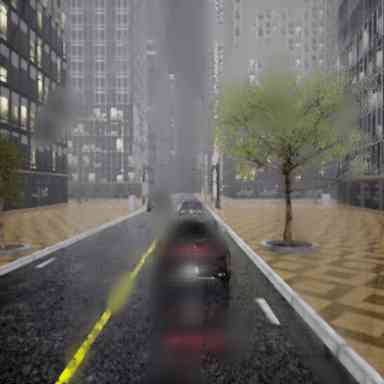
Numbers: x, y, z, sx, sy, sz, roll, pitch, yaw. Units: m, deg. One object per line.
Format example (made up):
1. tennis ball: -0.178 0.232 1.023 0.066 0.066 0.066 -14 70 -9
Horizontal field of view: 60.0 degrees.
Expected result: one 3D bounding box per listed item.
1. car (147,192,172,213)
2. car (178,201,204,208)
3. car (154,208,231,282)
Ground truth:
1. car: -3.235 0.980 34.156 2.150 2.045 5.566 0 1 0
2. car: -0.044 1.368 24.983 2.033 1.411 5.357 0 0 0
3. car: 0.018 1.434 9.564 1.837 1.490 4.892 0 0 0
